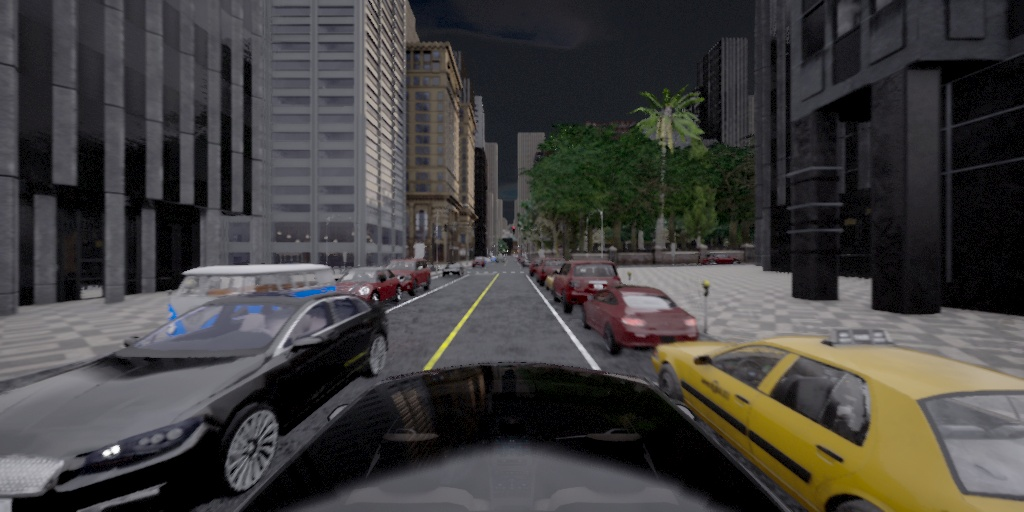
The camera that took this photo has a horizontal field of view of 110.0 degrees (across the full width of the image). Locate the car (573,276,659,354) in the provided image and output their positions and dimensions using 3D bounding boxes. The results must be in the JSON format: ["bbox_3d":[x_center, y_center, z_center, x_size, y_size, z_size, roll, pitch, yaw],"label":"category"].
[{"bbox_3d":[2.761,1.330,8.447,1.802,1.307,4.207,0,0,0],"label":"car"}]

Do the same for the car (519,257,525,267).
[{"bbox_3d":[2.756,1.257,62.441,1.948,1.339,4.313,0,0,0],"label":"car"}]

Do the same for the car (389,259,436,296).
[{"bbox_3d":[-5.765,1.060,19.434,2.192,1.841,5.009,0,0,0],"label":"car"}]

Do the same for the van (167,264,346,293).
[{"bbox_3d":[-5.764,1.089,8.459,1.690,1.789,3.998,0,0,0],"label":"van"}]

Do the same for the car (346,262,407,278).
[{"bbox_3d":[-5.764,1.187,13.947,1.967,1.591,4.097,0,0,0],"label":"car"}]

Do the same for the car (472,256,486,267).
[{"bbox_3d":[-5.769,1.006,62.459,2.192,1.841,5.009,0,0,0],"label":"car"}]

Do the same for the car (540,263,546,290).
[{"bbox_3d":[2.760,1.271,19.590,1.751,1.417,4.829,0,0,0],"label":"car"}]

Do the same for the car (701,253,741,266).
[{"bbox_3d":[27.843,0.415,47.760,4.553,1.767,2.097,-1,0,0],"label":"car"}]

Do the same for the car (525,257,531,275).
[{"bbox_3d":[2.759,1.049,35.882,2.192,1.841,5.009,0,0,0],"label":"car"}]

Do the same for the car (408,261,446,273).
[{"bbox_3d":[-11.293,1.473,47.939,4.674,1.442,1.812,-1,1,1],"label":"car"}]

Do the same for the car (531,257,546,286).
[{"bbox_3d":[2.760,1.058,24.907,2.192,1.841,5.009,0,0,0],"label":"car"}]

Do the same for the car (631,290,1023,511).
[{"bbox_3d":[2.762,1.275,3.130,1.751,1.417,4.829,0,0,0],"label":"car"}]

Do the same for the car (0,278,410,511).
[{"bbox_3d":[-3.101,1.241,4.540,2.128,1.511,4.902,0,0,0],"label":"car"}]

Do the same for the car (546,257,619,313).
[{"bbox_3d":[2.761,1.061,13.934,2.192,1.841,5.009,0,0,0],"label":"car"}]

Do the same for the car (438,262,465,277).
[{"bbox_3d":[-5.767,1.301,35.899,1.948,1.339,4.313,0,0,0],"label":"car"}]
